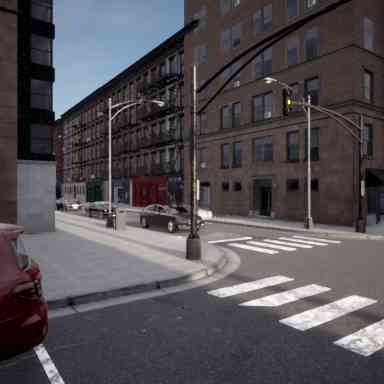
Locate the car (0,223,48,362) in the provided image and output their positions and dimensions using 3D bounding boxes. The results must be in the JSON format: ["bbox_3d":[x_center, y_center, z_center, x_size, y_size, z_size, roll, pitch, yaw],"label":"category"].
[{"bbox_3d":[-4.107,1.315,3.262,5.009,1.841,2.192,0,0,-35],"label":"car"}]

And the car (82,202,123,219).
[{"bbox_3d":[-7.314,1.487,27.755,1.895,1.301,4.718,0,0,-35],"label":"car"}]

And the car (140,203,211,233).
[{"bbox_3d":[-1.321,1.438,19.346,1.837,1.490,4.892,0,0,-37],"label":"car"}]

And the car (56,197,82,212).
[{"bbox_3d":[-13.487,1.329,36.428,2.128,1.511,4.902,0,0,-36],"label":"car"}]
